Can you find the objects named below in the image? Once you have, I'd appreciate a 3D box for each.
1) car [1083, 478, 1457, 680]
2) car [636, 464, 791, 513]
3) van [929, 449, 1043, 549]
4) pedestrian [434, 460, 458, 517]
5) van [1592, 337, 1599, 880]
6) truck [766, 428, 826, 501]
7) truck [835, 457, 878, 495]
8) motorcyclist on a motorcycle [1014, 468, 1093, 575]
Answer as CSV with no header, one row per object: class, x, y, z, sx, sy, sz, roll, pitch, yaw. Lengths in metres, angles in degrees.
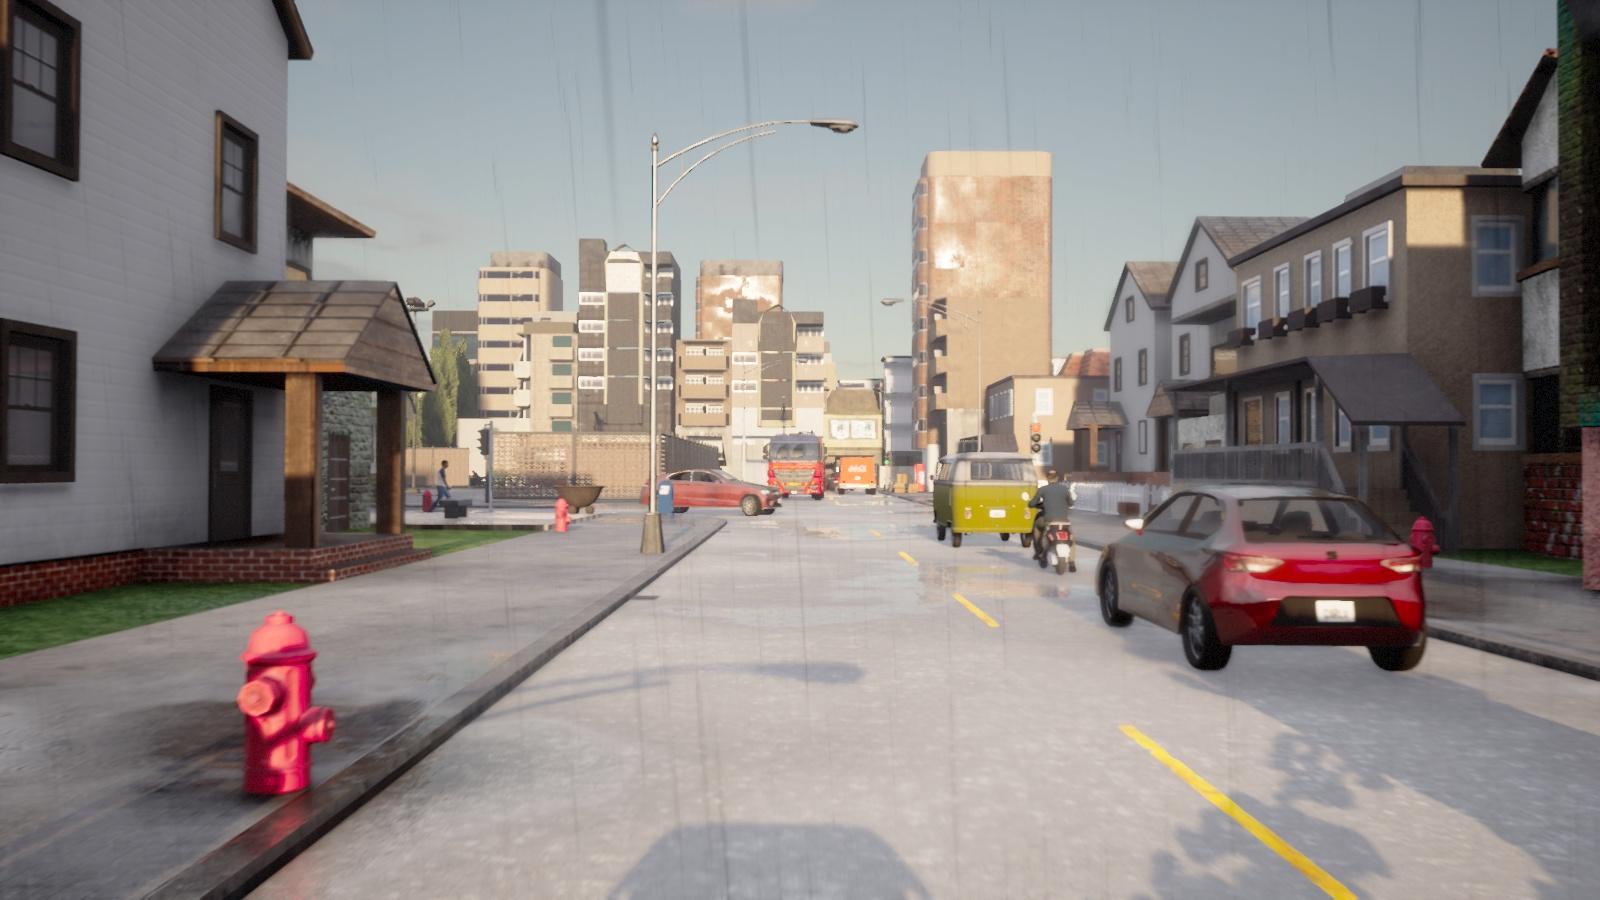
car,3.970,1.004,11.449,1.816,1.474,4.193,0,-1,0
car,-3.040,1.348,44.366,5.027,1.651,2.152,0,-1,15
van,3.938,1.008,27.270,1.775,1.987,4.442,0,-1,-1
pedestrian,-11.550,1.252,40.981,0.706,1.836,0.354,0,-1,-12
van,3.991,0.563,2.421,2.069,2.038,4.480,0,-1,0
truck,-0.106,0.821,69.906,2.891,3.827,8.468,0,-1,3
truck,3.780,1.733,84.839,2.627,2.467,5.204,0,-1,0
motorcyclist on a motorcycle,3.949,1.082,19.708,0.866,1.590,1.817,0,-1,0
